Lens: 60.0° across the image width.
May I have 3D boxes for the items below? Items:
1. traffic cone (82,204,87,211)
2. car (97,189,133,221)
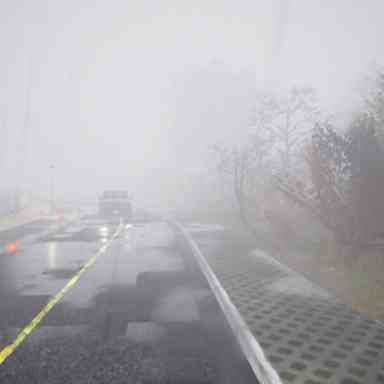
[{"bbox_3d":[-9.889,1.426,30.618,0.340,0.580,0.340,1,1,11],"label":"traffic cone"},{"bbox_3d":[-5.514,0.849,23.902,2.150,2.045,5.566,0,1,-14],"label":"car"}]
